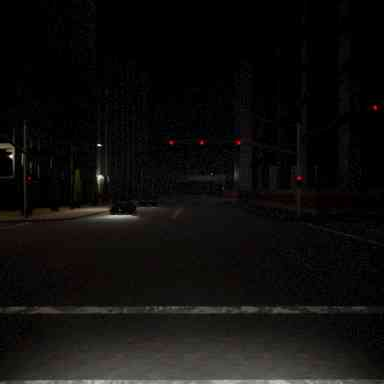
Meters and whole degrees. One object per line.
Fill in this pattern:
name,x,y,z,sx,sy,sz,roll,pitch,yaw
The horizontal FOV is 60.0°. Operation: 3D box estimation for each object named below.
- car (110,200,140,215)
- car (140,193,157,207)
car,-6.862,1.561,33.574,1.994,1.385,4.181,0,0,0
car,-6.793,1.217,51.844,2.150,2.045,5.566,0,0,0
